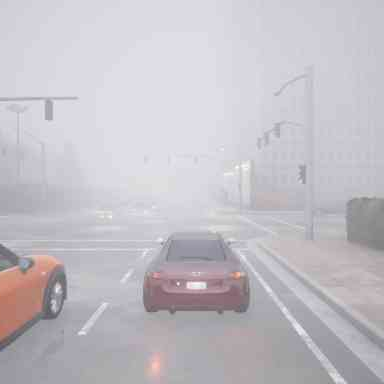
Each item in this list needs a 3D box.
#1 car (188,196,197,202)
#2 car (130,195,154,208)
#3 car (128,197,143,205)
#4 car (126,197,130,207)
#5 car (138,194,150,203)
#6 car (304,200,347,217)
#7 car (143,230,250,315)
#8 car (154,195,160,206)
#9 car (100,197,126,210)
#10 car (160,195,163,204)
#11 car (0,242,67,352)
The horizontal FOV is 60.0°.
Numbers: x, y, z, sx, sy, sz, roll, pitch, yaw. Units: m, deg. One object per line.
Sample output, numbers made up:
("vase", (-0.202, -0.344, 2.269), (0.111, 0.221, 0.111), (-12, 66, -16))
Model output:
("car", (0.103, 1.552, 79.217), (1.994, 1.385, 4.181), (0, 0, 0))
("car", (-7.024, 1.352, 47.109), (2.097, 1.767, 4.553), (0, 0, 0))
("car", (-10.476, 1.601, 61.959), (1.895, 1.301, 4.718), (0, 0, 0))
("car", (-10.521, 1.477, 52.659), (1.882, 1.535, 5.008), (0, 0, 0))
("car", (-10.406, 1.355, 72.289), (2.097, 1.767, 4.553), (0, 0, 0))
("car", (13.134, 1.547, 31.430), (4.902, 1.511, 2.128), (0, 0, 0))
("car", (0.087, 1.564, 7.680), (1.994, 1.385, 4.181), (0, 0, 0))
("car", (-7.009, 1.505, 56.052), (1.837, 1.490, 4.892), (0, 0, 0))
("car", (-10.546, 1.491, 43.510), (2.128, 1.511, 4.902), (0, 0, 1))
("car", (-6.939, 1.352, 66.130), (2.097, 1.767, 4.553), (0, 0, 1))
("car", (-3.434, 1.352, 4.506), (2.097, 1.767, 4.553), (0, 0, 1))
